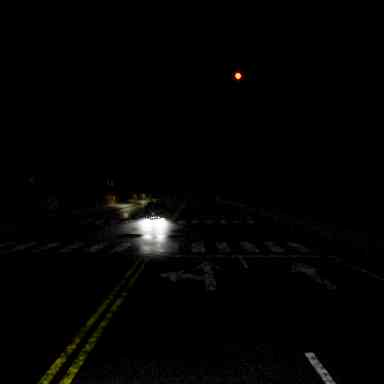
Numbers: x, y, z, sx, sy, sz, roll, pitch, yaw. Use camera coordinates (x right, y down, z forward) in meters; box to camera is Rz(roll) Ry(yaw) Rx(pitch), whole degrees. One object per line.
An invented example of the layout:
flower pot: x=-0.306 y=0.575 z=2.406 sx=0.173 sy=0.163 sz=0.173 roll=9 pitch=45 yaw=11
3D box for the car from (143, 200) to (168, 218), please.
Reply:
car: x=-3.222 y=1.531 z=30.005 sx=2.128 sy=1.511 sz=4.902 roll=0 pitch=1 yaw=0
